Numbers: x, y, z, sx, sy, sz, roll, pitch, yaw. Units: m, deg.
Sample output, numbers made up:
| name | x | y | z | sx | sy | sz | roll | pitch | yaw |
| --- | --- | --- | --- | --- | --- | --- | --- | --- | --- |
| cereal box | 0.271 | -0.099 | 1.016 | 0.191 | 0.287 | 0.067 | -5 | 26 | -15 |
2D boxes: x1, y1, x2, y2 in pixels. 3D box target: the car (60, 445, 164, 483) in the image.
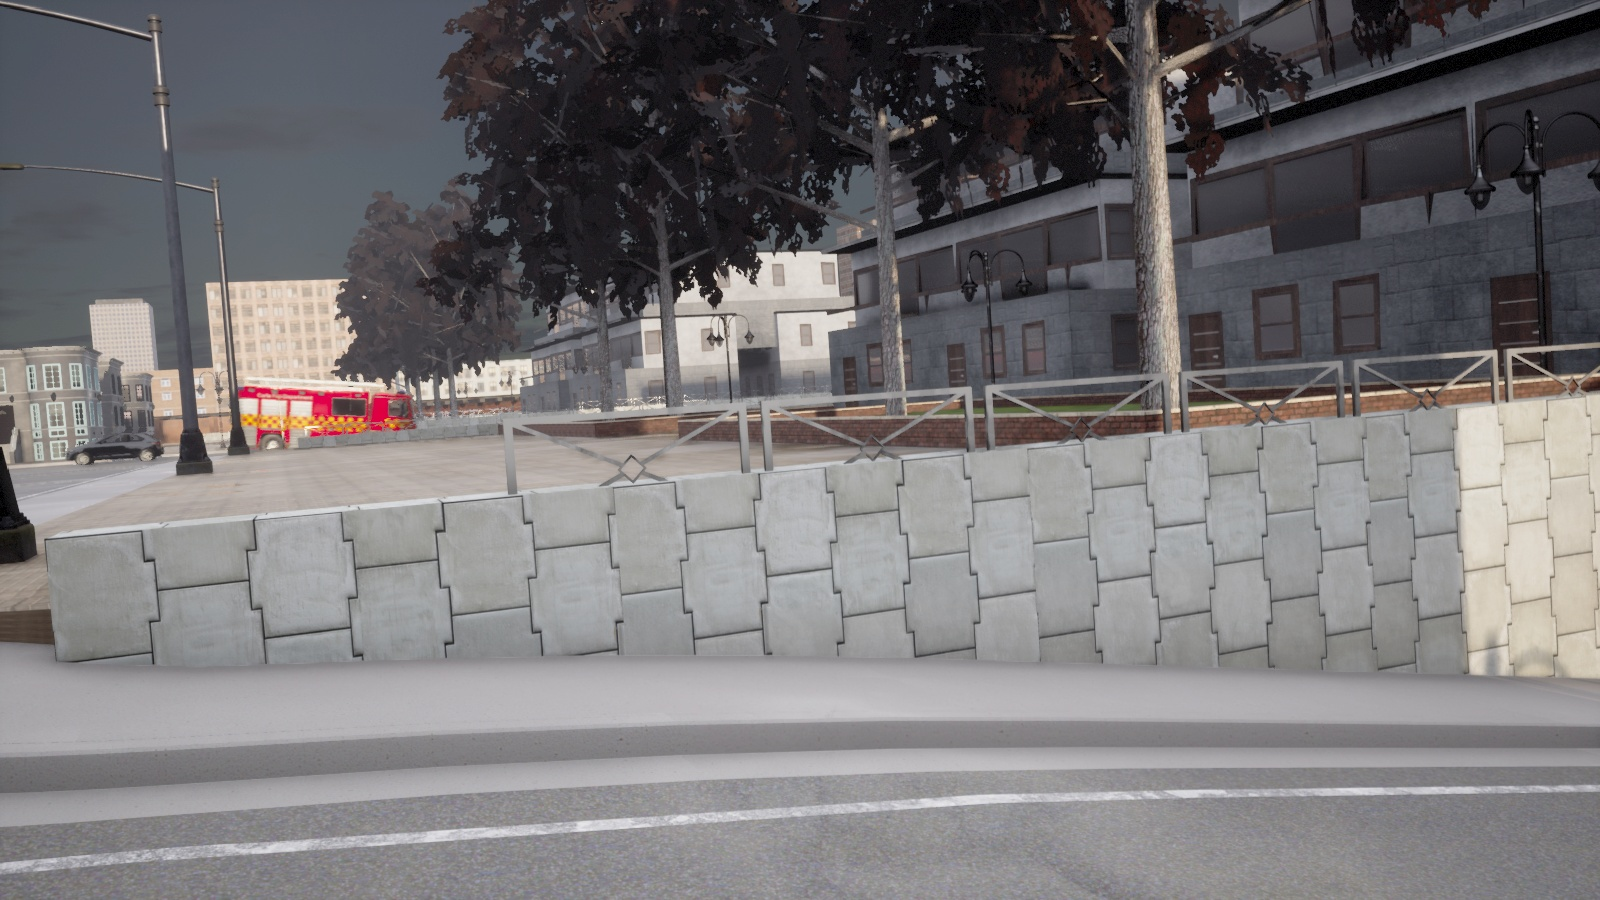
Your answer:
| name | x | y | z | sx | sy | sz | roll | pitch | yaw |
| --- | --- | --- | --- | --- | --- | --- | --- | --- | --- |
| car | -33.605 | 0.667 | 61.454 | 4.193 | 1.474 | 1.816 | -5 | 3 | -22 |

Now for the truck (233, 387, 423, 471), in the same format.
| name | x | y | z | sx | sy | sz | roll | pitch | yaw |
| --- | --- | --- | --- | --- | --- | --- | --- | --- | --- |
| truck | -23.171 | -0.970 | 61.849 | 8.468 | 3.827 | 2.891 | 1 | 0 | -22 |
